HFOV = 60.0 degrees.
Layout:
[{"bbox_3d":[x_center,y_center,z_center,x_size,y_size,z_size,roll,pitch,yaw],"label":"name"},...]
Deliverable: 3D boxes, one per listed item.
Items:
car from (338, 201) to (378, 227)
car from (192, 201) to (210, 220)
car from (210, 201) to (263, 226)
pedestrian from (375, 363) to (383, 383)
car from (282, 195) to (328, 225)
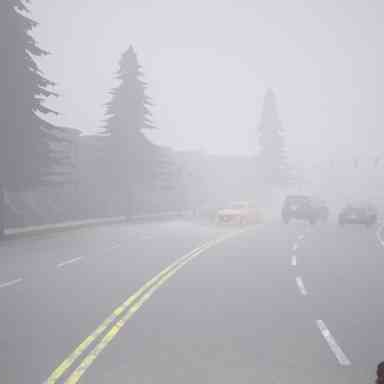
[{"bbox_3d":[11.470,1.561,22.891,1.994,1.385,4.181,0,0,35],"label":"car"},{"bbox_3d":[1.880,1.491,27.762,2.128,1.511,4.902,0,0,35],"label":"car"},{"bbox_3d":[3.483,1.477,23.830,1.882,1.535,5.008,0,0,33],"label":"car"},{"bbox_3d":[1.421,1.294,2.229,0.375,1.860,0.375,0,0,4],"label":"pedestrian"},{"bbox_3d":[8.459,1.221,24.708,2.150,2.045,5.566,0,0,35],"label":"car"}]
